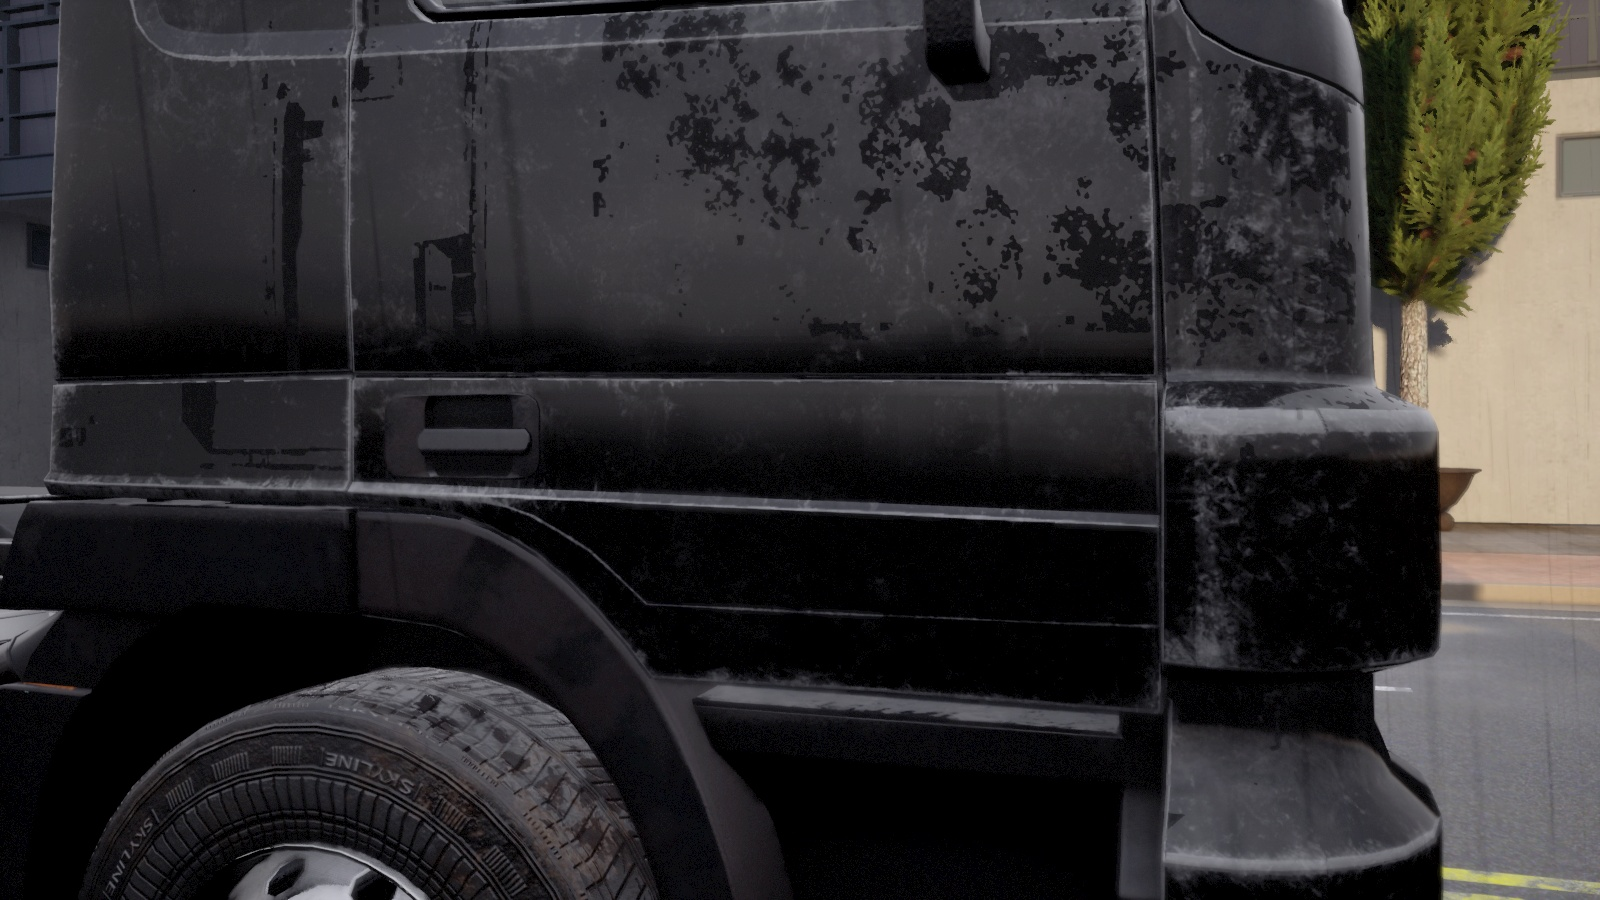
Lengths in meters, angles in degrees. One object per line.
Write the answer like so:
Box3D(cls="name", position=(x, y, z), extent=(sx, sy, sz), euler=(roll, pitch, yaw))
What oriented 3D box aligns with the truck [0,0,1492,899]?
Box3D(cls="truck", position=(-2.510, -0.230, 4.057), extent=(7.936, 3.462, 2.891), euler=(1, 1, 19))
